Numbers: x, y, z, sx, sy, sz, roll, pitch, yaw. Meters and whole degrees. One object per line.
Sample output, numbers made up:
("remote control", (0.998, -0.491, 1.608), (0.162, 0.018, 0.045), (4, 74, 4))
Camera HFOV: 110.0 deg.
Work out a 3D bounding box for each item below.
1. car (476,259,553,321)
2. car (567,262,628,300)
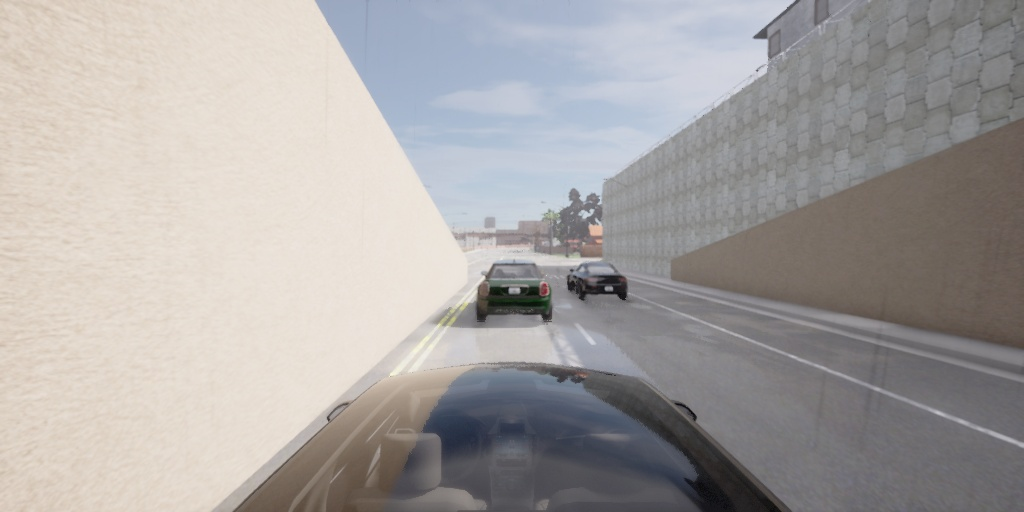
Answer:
("car", (0.057, 0.882, 11.495), (2.097, 1.767, 4.553), (0, 1, 0))
("car", (3.527, 0.970, 15.346), (1.812, 1.442, 4.674), (0, 1, 0))
